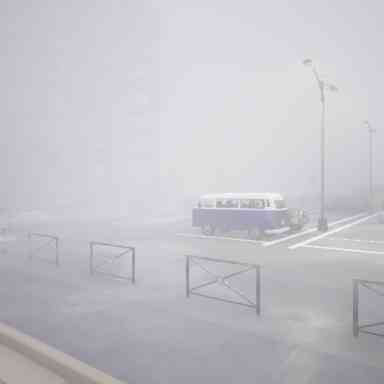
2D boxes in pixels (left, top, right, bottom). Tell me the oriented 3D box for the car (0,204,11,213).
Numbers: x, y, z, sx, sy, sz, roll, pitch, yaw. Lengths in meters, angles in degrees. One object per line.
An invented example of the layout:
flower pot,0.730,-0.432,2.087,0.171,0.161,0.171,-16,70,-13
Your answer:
car,-19.401,1.492,29.937,2.033,1.411,5.357,0,0,36

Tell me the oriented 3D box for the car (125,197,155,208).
car,-7.266,1.436,46.784,2.128,1.511,4.902,0,0,36

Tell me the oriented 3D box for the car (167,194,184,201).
car,-3.802,1.285,77.445,1.851,1.617,3.988,0,0,36

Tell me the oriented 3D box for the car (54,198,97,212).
car,-13.342,1.422,38.352,1.882,1.535,5.008,0,0,36

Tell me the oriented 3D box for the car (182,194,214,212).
car,0.611,1.449,45.425,1.837,1.490,4.892,0,0,36

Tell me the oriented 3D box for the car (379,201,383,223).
car,14.023,1.395,20.929,3.806,1.475,1.970,0,0,36

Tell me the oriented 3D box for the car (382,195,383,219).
car,17.273,1.153,25.464,4.605,1.855,1.932,0,0,36
